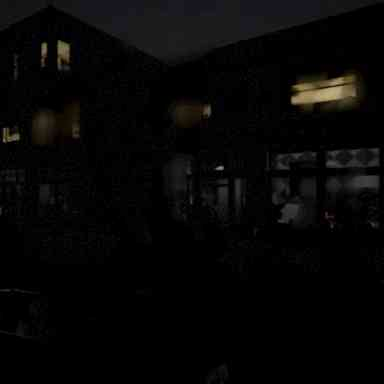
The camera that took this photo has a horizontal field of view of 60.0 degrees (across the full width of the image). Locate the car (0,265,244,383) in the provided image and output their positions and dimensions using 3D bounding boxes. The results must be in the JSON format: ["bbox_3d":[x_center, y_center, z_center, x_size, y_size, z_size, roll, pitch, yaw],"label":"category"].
[{"bbox_3d":[-1.505,1.576,3.905,4.313,1.339,1.947,-1,1,34],"label":"car"}]
